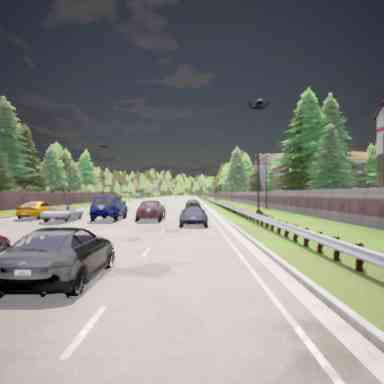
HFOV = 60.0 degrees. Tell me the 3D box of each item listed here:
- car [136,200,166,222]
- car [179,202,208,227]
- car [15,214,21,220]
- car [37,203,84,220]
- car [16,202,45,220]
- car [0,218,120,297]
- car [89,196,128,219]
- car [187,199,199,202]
[{"bbox_3d":[-3.391,1.474,28.043,2.097,1.767,4.553,0,0,0],"label":"car"},{"bbox_3d":[0.109,1.669,23.947,1.994,1.385,4.181,0,0,0],"label":"car"},{"bbox_3d":[-6.911,1.566,9.156,1.812,1.442,4.674,0,0,0],"label":"car"},{"bbox_3d":[-10.392,1.718,27.012,1.895,1.301,4.718,0,0,0],"label":"car"},{"bbox_3d":[-13.890,1.608,29.993,1.882,1.535,5.008,0,0,0],"label":"car"},{"bbox_3d":[-3.396,1.602,8.690,1.994,1.385,4.181,0,0,0],"label":"car"},{"bbox_3d":[-6.891,1.343,27.912,2.150,2.045,5.566,0,0,0],"label":"car"},{"bbox_3d":[0.114,1.688,41.874,1.837,1.490,4.892,0,0,0],"label":"car"}]
